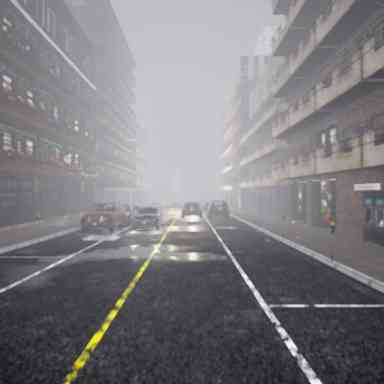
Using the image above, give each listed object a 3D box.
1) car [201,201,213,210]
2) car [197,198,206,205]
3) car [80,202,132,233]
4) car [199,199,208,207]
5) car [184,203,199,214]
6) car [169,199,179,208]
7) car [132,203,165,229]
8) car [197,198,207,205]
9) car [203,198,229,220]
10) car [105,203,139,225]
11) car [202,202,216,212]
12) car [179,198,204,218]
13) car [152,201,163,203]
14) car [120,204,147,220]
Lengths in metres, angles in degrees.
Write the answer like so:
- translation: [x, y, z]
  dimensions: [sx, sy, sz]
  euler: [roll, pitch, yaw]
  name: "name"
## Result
- translation: [2.548, 2.293, 56.082]
  dimensions: [1.802, 1.307, 4.206]
  euler: [-1, -1, 0]
  name: "car"
- translation: [2.463, 2.467, 90.065]
  dimensions: [2.192, 1.841, 5.009]
  euler: [-1, -1, 0]
  name: "car"
- translation: [-5.754, 1.595, 22.116]
  dimensions: [2.192, 1.841, 5.009]
  euler: [-1, -1, 0]
  name: "car"
- translation: [2.505, 2.370, 73.073]
  dimensions: [1.967, 1.590, 4.097]
  euler: [-1, -1, 0]
  name: "car"
- translation: [-0.033, 2.171, 44.997]
  dimensions: [1.895, 1.301, 4.718]
  euler: [0, -1, 0]
  name: "car"
- translation: [-3.158, 2.458, 67.353]
  dimensions: [1.994, 1.385, 4.181]
  euler: [0, -1, 0]
  name: "car"
- translation: [-3.156, 1.812, 24.323]
  dimensions: [1.837, 1.490, 4.892]
  euler: [0, -1, 0]
  name: "car"
- translation: [2.476, 2.392, 84.402]
  dimensions: [2.192, 1.841, 5.009]
  euler: [-1, -1, 0]
  name: "car"
- translation: [2.599, 1.737, 33.431]
  dimensions: [2.192, 1.841, 5.009]
  euler: [-1, -1, 0]
  name: "car"
- translation: [-5.766, 1.792, 27.778]
  dimensions: [1.967, 1.590, 4.097]
  euler: [-1, -1, 0]
  name: "car"
- translation: [2.562, 2.205, 50.418]
  dimensions: [1.947, 1.339, 4.313]
  euler: [-1, -1, 0]
  name: "car"
- translation: [0.001, 1.795, 35.074]
  dimensions: [2.097, 1.767, 4.553]
  euler: [0, -1, 0]
  name: "car"
- translation: [-5.819, 2.164, 50.262]
  dimensions: [1.752, 1.417, 4.829]
  euler: [-1, -1, 0]
  name: "car"
- translation: [-5.778, 1.989, 33.440]
  dimensions: [1.947, 1.339, 4.313]
  euler: [-1, -1, 0]
  name: "car"
